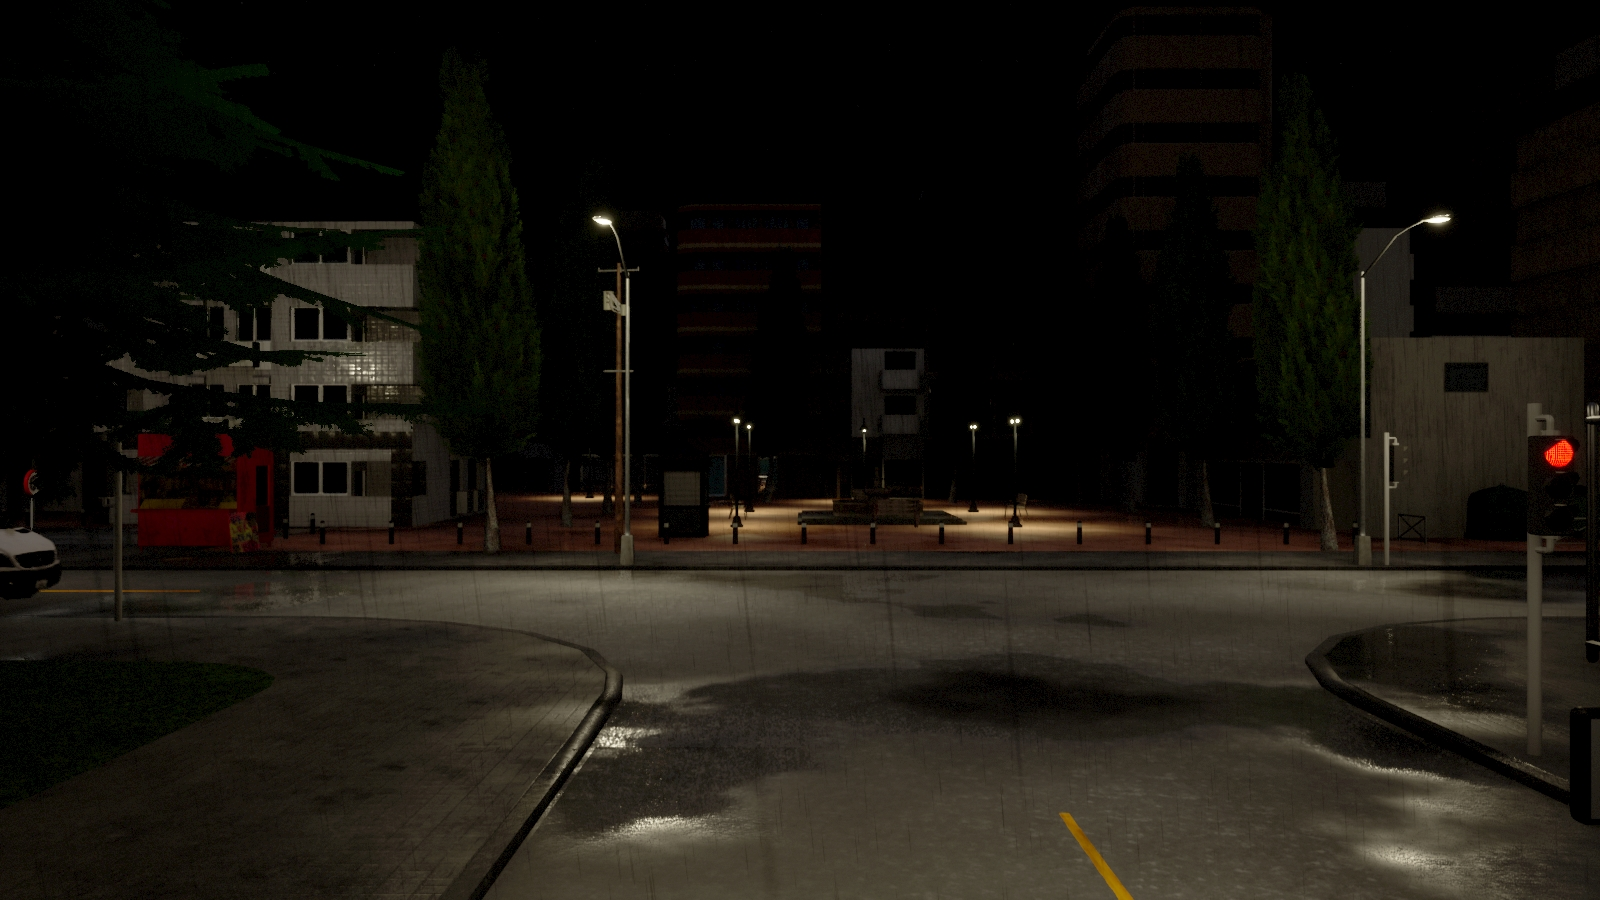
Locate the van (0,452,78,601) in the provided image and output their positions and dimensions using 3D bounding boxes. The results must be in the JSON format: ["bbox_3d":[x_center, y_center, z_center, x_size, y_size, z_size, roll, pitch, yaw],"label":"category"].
[{"bbox_3d":[-16.629,1.323,20.648,5.915,2.561,1.988,0,0,0],"label":"van"}]

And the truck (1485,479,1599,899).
[{"bbox_3d":[4.017,1.349,1.921,2.627,2.467,5.204,0,0,0],"label":"truck"}]
